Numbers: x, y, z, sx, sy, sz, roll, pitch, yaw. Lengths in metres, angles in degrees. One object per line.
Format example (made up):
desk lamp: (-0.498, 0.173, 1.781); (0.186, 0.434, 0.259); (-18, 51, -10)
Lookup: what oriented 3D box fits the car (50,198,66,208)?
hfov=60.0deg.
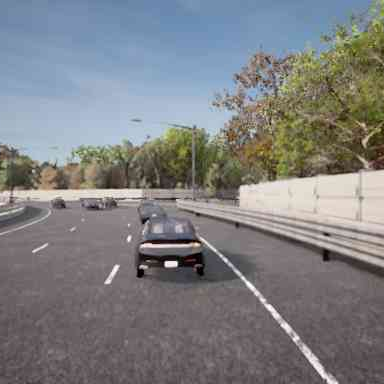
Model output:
car: (-20.688, 1.726, 51.256); (1.837, 1.490, 4.892); (0, 0, -28)

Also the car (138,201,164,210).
car: (-3.104, 1.665, 26.041); (1.994, 1.385, 4.181); (0, 0, -10)

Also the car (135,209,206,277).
car: (-0.728, 1.533, 10.467); (2.128, 1.511, 4.902); (0, 0, -5)

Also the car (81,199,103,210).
car: (-14.422, 1.743, 46.895); (2.033, 1.411, 5.357); (0, 0, -26)

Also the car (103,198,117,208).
car: (-13.023, 1.716, 51.756); (1.837, 1.490, 4.892); (0, 0, -28)
